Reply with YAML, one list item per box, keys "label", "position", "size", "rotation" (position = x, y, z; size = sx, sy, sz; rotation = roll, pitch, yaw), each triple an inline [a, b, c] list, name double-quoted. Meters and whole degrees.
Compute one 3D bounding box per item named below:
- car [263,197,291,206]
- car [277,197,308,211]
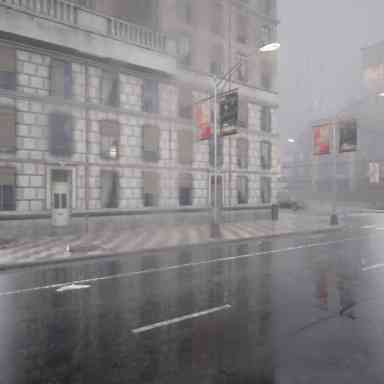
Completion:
- label: "car"
  position: [14.916, 1.634, 58.474]
  size: [1.895, 1.301, 4.718]
  rotation: [0, 0, -37]
- label: "car"
  position: [12.422, 1.377, 42.197]
  size: [2.097, 1.767, 4.553]
  rotation: [0, 0, -36]
